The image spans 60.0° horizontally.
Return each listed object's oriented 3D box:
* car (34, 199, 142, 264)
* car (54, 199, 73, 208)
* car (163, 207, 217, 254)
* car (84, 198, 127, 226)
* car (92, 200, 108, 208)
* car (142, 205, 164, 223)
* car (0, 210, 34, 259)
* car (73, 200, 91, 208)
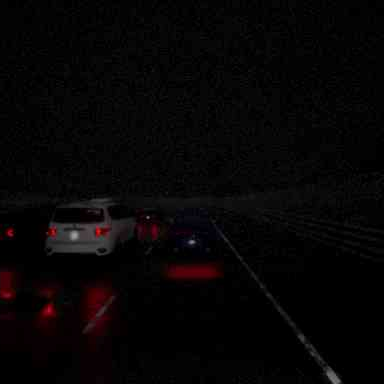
[{"bbox_3d":[-3.498,1.371,12.597,2.150,2.045,5.566,0,0,0],"label":"car"},{"bbox_3d":[-25.114,2.177,65.348,2.097,1.767,4.553,0,-1,-1],"label":"car"},{"bbox_3d":[0.020,1.643,14.245,1.882,1.535,5.008,0,0,1],"label":"car"},{"bbox_3d":[-7.008,1.559,27.618,2.150,2.045,5.566,0,0,0],"label":"car"},{"bbox_3d":[-18.120,2.328,65.607,1.837,1.490,4.892,0,0,-1],"label":"car"},{"bbox_3d":[-3.493,1.877,28.901,1.812,1.442,4.674,0,-1,1],"label":"car"},{"bbox_3d":[-6.987,1.507,13.445,2.097,1.767,4.553,0,-1,1],"label":"car"},{"bbox_3d":[-21.616,2.346,65.448,2.128,1.511,4.902,0,-1,-1],"label":"car"}]
